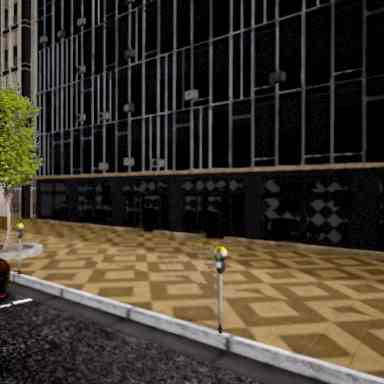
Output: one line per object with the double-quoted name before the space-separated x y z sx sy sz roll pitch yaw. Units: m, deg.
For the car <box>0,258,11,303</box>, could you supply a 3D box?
"car" -5.313 1.510 6.661 4.313 1.339 1.947 0 0 35
